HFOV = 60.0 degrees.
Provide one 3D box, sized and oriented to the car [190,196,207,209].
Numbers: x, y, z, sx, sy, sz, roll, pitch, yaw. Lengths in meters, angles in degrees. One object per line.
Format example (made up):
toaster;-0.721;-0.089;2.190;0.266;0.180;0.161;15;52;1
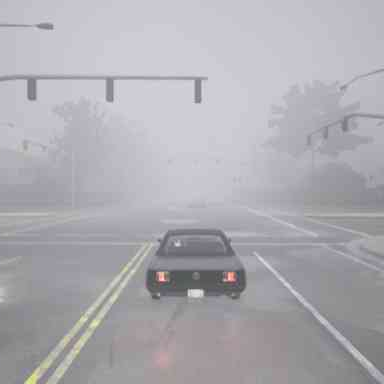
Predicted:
car;0.774;1.272;40.689;1.812;1.442;4.674;0;0;1

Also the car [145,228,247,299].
car;0.065;1.549;8.278;1.895;1.301;4.718;0;0;0
